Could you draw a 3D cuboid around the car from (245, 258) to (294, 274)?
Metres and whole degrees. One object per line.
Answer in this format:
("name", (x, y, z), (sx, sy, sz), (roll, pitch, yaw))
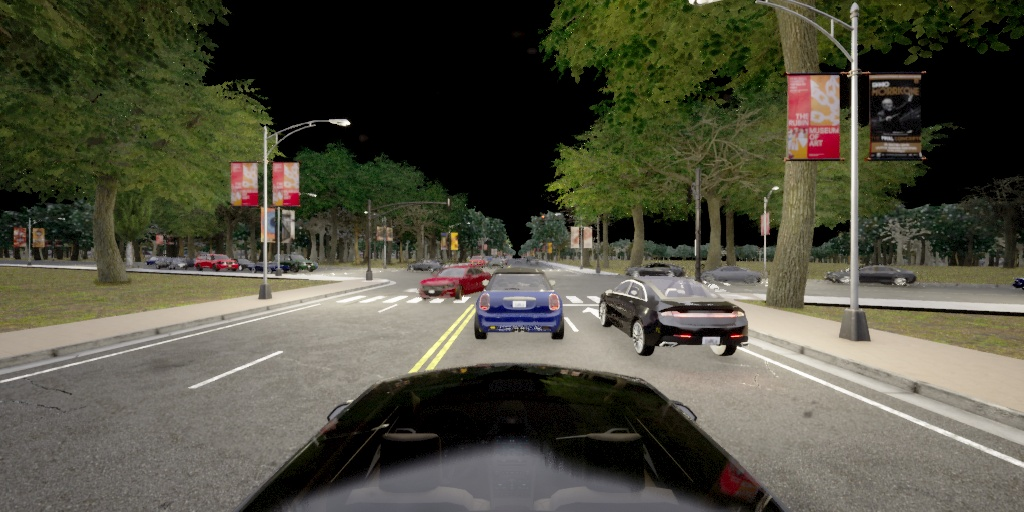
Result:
("car", (-26.025, 1.225, 38.478), (4.718, 1.301, 1.895), (0, 0, 27))

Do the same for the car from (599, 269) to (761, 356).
("car", (3.430, 1.241, 8.582), (2.128, 1.511, 4.902), (0, 0, 0))

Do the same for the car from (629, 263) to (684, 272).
("car", (12.717, 1.328, 32.088), (4.892, 1.490, 1.837), (1, 0, 24))

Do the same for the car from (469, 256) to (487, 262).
("car", (-5.616, 0.978, 57.984), (2.150, 2.045, 5.566), (0, 0, 1))

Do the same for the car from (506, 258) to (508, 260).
("car", (-2.194, 1.359, 64.907), (1.895, 1.301, 4.718), (0, 0, 1))

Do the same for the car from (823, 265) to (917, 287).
("car", (25.944, 1.406, 26.174), (4.892, 1.490, 1.837), (0, 0, 24))

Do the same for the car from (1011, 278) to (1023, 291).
("car", (31.887, 1.549, 19.962), (4.718, 1.301, 1.895), (0, 0, 24))

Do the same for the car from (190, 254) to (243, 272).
("car", (-35.091, 0.796, 42.535), (5.566, 2.045, 2.150), (0, 0, 24))

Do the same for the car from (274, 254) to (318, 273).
("car", (-25.532, 0.840, 41.835), (5.566, 2.045, 2.150), (0, 0, 24))

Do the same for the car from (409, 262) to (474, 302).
("car", (-2.653, 1.227, 17.452), (1.882, 1.535, 5.008), (-1, 0, 17))

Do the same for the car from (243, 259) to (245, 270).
("car", (-34.693, 1.074, 45.925), (4.892, 1.490, 1.837), (0, 0, 24))

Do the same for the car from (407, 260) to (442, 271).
("car", (-10.072, 1.202, 42.257), (4.902, 1.511, 2.128), (0, -1, 24))

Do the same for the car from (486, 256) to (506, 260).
("car", (-2.387, 1.108, 55.916), (2.097, 1.767, 4.553), (0, 0, 1))

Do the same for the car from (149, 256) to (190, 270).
("car", (-44.284, 1.020, 46.655), (4.902, 1.511, 2.128), (0, 0, 24))

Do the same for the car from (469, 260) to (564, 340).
("car", (0.194, 1.102, 10.170), (2.097, 1.767, 4.553), (0, 0, 1))

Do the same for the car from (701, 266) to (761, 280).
("car", (16.190, 1.415, 26.969), (4.181, 1.385, 1.994), (0, 0, 24))
